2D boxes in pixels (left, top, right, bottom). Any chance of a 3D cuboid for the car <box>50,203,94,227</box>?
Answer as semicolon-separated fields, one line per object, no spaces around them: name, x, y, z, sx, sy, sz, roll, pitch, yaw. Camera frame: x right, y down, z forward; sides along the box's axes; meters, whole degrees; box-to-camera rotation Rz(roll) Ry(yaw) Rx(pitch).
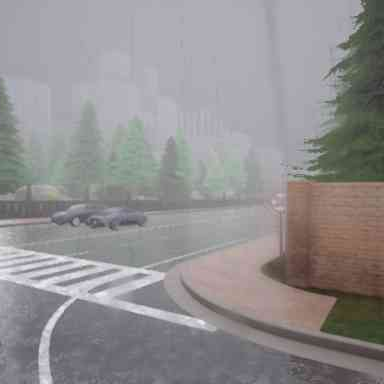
car;-7.673;1.571;23.763;1.837;1.490;4.892;0;0;31

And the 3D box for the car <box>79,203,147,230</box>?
car;-4.830;1.646;21.698;1.994;1.385;4.181;0;0;31
